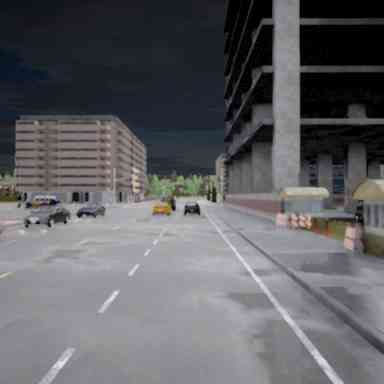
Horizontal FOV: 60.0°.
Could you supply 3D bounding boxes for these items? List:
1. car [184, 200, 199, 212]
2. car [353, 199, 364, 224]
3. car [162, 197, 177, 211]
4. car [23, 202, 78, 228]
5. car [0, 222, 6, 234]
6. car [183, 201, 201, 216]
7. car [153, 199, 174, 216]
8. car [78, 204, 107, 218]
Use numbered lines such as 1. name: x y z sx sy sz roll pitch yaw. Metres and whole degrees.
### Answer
1. car: -0.008 2.046 49.335 2.128 1.511 4.902 0 -1 0
2. car: 13.077 1.433 23.543 1.905 1.878 3.866 0 -1 0
3. car: -3.510 1.774 49.410 2.150 2.045 5.566 0 -1 0
4. car: -10.586 1.754 24.651 2.128 1.511 4.902 0 -1 0
5. car: -10.602 1.752 15.013 1.895 1.301 4.718 0 -1 0
6. car: 0.015 1.909 38.747 1.882 1.535 5.008 0 -1 0
7. car: -3.479 1.910 39.040 1.882 1.535 5.008 0 -1 0
8. car: -10.518 1.932 35.225 2.033 1.411 5.357 0 -1 0
